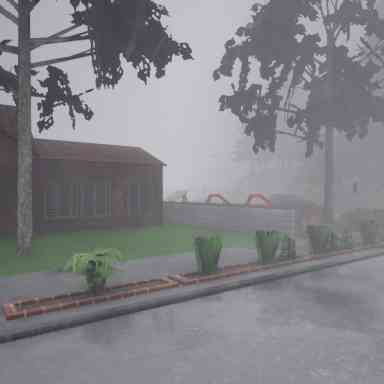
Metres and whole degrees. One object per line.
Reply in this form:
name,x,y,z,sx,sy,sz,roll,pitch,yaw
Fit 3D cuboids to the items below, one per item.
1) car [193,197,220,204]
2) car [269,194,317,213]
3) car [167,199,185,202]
car,2.349,1.547,54.453,2.033,1.411,5.357,0,0,-36
car,10.674,1.221,35.767,2.150,2.045,5.566,0,0,-36
car,-2.597,1.601,54.461,1.895,1.301,4.718,0,0,-35
